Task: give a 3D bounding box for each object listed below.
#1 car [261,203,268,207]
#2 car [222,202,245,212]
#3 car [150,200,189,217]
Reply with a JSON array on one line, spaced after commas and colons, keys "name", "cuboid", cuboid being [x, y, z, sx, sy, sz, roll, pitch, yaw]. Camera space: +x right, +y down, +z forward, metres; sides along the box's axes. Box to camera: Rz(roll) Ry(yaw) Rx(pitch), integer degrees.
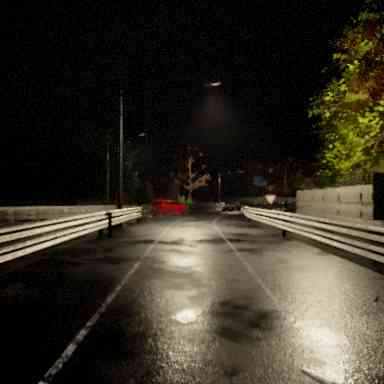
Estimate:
[{"name": "car", "cuboid": [18.319, 3.355, 84.438, 1.994, 1.385, 4.181, 0, -1, 13]}, {"name": "car", "cuboid": [6.638, 2.693, 54.821, 1.895, 1.301, 4.718, -1, -2, 29]}, {"name": "car", "cuboid": [-2.726, 1.980, 40.839, 2.150, 2.045, 5.566, -1, -2, 38]}]
